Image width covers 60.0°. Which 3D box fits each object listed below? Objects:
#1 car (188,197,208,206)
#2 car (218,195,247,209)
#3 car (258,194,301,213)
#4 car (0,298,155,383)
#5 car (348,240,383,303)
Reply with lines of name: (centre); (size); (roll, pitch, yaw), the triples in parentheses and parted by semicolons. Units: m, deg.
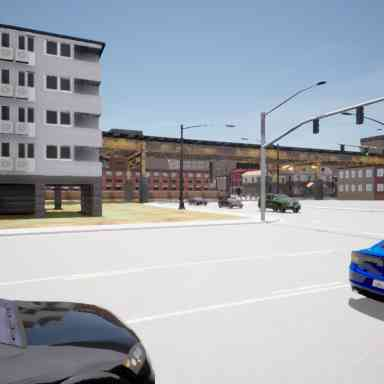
car: (0.858, 1.547, 55.887); (2.033, 1.411, 5.357); (0, 0, -20)
car: (5.278, 1.526, 46.437); (1.812, 1.442, 4.674); (0, 0, -25)
car: (9.651, 1.222, 37.283); (2.150, 2.045, 5.566); (0, 0, -26)
car: (-2.418, 1.564, 2.758); (4.181, 1.385, 1.994); (0, 0, -32)
car: (5.560, 1.478, 6.910); (5.008, 1.535, 1.882); (0, 0, -25)
